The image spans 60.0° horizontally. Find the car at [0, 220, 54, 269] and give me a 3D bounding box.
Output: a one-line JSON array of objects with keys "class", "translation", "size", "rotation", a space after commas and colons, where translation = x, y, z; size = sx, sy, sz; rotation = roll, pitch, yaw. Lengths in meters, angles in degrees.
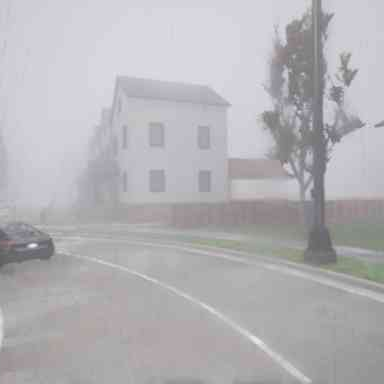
[{"class": "car", "translation": [-6.767, 1.696, 11.603], "size": [4.181, 1.385, 1.994], "rotation": [-1, -1, 32]}]
